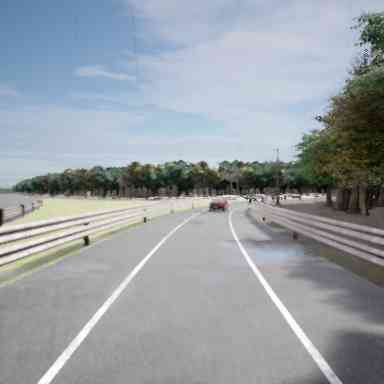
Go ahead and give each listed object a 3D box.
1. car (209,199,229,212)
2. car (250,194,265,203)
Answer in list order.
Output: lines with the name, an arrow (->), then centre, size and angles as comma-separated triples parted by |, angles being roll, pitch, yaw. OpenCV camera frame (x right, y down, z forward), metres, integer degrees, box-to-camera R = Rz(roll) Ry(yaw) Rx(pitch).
car -> 3.284, 1.542, 40.307 | 1.882, 1.535, 5.008 | 1, 0, 13
car -> 13.701, 1.349, 69.388 | 2.097, 1.767, 4.553 | 1, 0, 29
